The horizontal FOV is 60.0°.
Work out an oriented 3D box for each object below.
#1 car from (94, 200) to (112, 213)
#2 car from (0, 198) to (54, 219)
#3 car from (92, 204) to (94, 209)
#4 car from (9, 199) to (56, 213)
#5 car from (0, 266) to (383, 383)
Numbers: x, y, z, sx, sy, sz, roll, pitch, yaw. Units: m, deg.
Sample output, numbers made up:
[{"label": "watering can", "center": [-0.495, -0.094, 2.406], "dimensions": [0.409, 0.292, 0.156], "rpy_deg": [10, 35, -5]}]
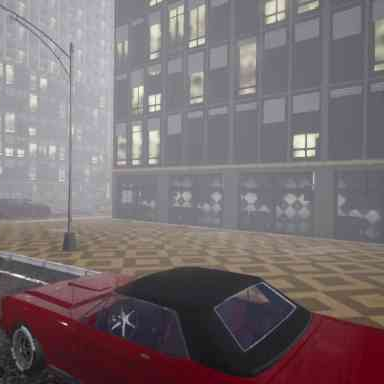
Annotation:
[{"label": "car", "center": [-8.875, 1.829, 39.937], "dimensions": [1.752, 1.417, 4.829], "rpy_deg": [1, 0, 37]}, {"label": "car", "center": [-15.700, 1.519, 30.745], "dimensions": [2.192, 1.841, 5.009], "rpy_deg": [1, 0, 37]}, {"label": "car", "center": [-11.647, 1.802, 45.894], "dimensions": [1.994, 1.385, 4.181], "rpy_deg": [1, 0, 37]}, {"label": "car", "center": [-19.169, 1.642, 40.131], "dimensions": [1.752, 1.417, 4.829], "rpy_deg": [1, 0, 37]}, {"label": "car", "center": [-0.308, 1.600, 3.911], "dimensions": [4.718, 1.301, 1.895], "rpy_deg": [0, 0, 36]}]
